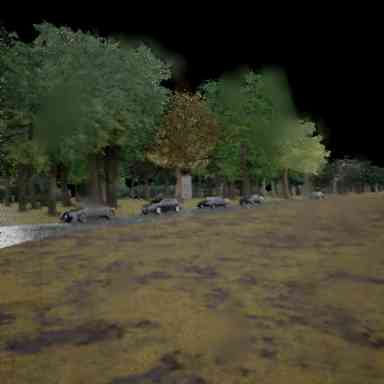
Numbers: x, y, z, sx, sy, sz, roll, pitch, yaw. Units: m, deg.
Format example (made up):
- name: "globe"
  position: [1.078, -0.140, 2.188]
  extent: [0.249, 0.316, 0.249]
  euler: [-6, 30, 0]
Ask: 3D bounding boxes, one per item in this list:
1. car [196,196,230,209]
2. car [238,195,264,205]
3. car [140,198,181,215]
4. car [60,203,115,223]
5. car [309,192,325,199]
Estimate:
- name: "car"
  position: [2.670, 1.266, 40.875]
  extent: [2.033, 1.411, 5.357]
  euler: [-3, -1, 35]
- name: "car"
  position: [8.887, 1.107, 49.551]
  extent: [2.033, 1.411, 5.357]
  euler: [-3, -1, 36]
- name: "car"
  position: [-3.021, 1.374, 32.891]
  extent: [1.837, 1.490, 4.892]
  euler: [-3, -1, 36]
- name: "car"
  position: [-8.030, 1.572, 25.822]
  extent: [1.994, 1.385, 4.181]
  euler: [-3, -1, 36]
- name: "car"
  position: [24.538, 0.647, 65.244]
  extent: [2.033, 1.411, 5.357]
  euler: [-3, -1, 35]
